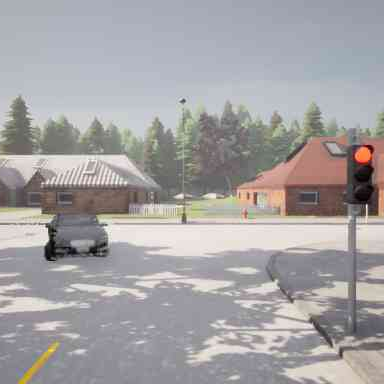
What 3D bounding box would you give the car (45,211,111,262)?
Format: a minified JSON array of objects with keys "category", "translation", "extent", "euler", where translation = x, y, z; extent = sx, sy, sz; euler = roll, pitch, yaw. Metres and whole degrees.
[{"category":"car","translation":[-4.305,1.491,12.396],"extent":[2.128,1.511,4.902],"euler":[1,0,-24]}]
